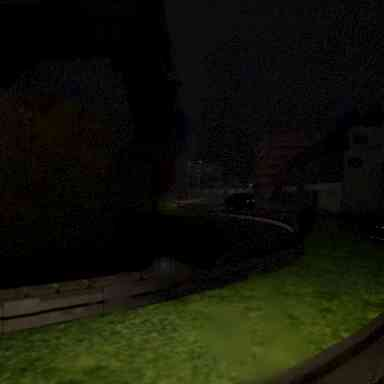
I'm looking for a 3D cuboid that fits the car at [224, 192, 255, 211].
[{"bbox_3d":[5.669,1.159,40.021,2.150,2.045,5.566,0,0,-13],"label":"car"}]

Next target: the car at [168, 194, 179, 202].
[{"bbox_3d":[-4.576,1.302,69.629,1.812,1.442,4.674,0,0,7],"label":"car"}]

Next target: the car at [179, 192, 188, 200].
[{"bbox_3d":[-2.816,1.253,84.617,1.837,1.490,4.892,0,0,7],"label":"car"}]
